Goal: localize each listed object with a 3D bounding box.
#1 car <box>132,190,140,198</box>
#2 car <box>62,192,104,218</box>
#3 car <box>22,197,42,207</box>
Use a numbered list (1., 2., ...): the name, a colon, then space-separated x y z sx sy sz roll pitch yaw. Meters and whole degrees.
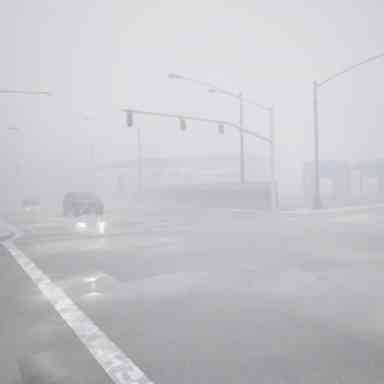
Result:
1. car: -10.560 0.330 71.296 4.611 1.667 2.242 -2 1 -34
2. car: -9.291 1.007 28.086 2.150 2.045 5.566 -2 1 -35
3. car: -22.831 1.348 47.339 1.994 1.385 4.181 -2 1 -35
